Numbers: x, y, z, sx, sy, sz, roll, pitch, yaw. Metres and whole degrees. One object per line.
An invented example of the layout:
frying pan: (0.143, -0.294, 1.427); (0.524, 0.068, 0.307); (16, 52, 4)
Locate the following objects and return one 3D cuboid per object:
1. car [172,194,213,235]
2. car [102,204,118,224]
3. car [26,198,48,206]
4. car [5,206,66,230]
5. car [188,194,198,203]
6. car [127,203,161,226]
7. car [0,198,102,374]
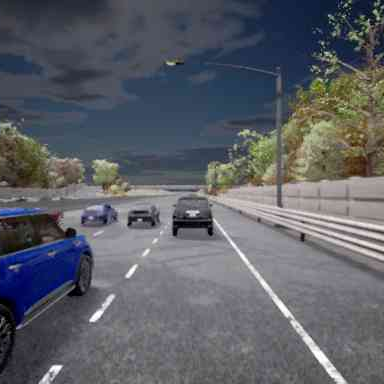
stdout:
car: (0.043, 1.252, 19.247); (2.150, 2.045, 5.566); (0, 0, 0)
car: (-6.846, 1.583, 24.871); (1.812, 1.442, 4.674); (0, 0, 0)
car: (-27.869, 1.765, 59.968); (1.994, 1.385, 4.181); (0, 0, 0)
car: (-10.347, 1.663, 22.419); (1.895, 1.301, 4.718); (0, 0, 0)
car: (0.178, 1.438, 77.902); (2.150, 2.045, 5.566); (0, 0, 0)
car: (-3.346, 1.551, 23.724); (1.837, 1.490, 4.892); (0, 0, 0)
car: (-3.390, 1.239, 5.504); (2.150, 2.045, 5.566); (0, 0, 0)
